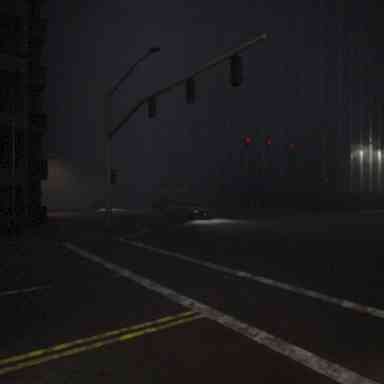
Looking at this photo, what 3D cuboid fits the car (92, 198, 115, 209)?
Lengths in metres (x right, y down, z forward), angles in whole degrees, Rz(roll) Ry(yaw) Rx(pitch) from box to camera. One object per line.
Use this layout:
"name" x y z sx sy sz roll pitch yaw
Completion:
"car" -11.654 1.515 43.755 1.994 1.385 4.181 0 0 -35

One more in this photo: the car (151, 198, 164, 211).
"car" -2.899 1.417 37.618 1.882 1.535 5.008 0 0 -35

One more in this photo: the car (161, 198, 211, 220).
"car" -0.357 1.476 27.741 1.812 1.442 4.674 0 0 -37
